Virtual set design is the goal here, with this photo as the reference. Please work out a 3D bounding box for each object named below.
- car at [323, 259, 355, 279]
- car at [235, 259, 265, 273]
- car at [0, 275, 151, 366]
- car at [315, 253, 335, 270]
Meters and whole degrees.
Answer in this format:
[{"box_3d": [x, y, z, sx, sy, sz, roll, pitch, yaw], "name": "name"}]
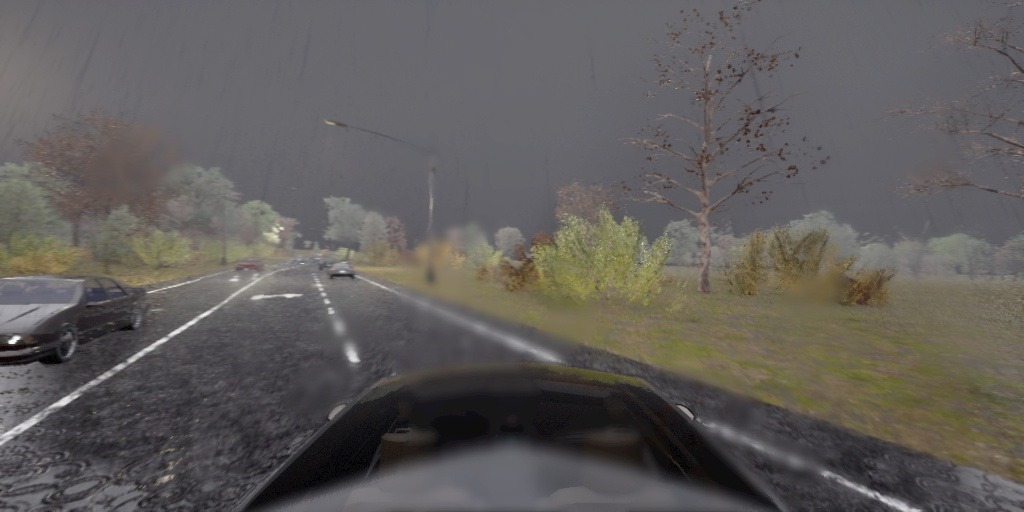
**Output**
[{"box_3d": [-14.299, 1.177, 29.893, 1.994, 1.385, 4.181, 2, -1, -30], "name": "car"}, {"box_3d": [-24.782, 0.953, 34.055, 1.895, 1.301, 4.718, 2, -1, -29], "name": "car"}, {"box_3d": [-9.159, 1.092, 7.089, 2.033, 1.411, 5.357, 2, -1, -31], "name": "car"}, {"box_3d": [-23.480, 0.840, 45.753, 2.097, 1.767, 4.553, 2, -1, -30], "name": "car"}]
